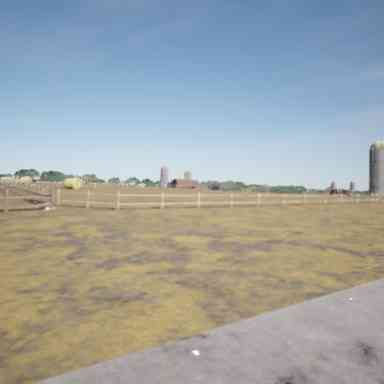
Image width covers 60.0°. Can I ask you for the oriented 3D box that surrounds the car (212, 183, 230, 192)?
[{"bbox_3d":[7.356,-1.212,84.891,2.150,2.045,5.566,2,1,-36],"label":"car"}]
